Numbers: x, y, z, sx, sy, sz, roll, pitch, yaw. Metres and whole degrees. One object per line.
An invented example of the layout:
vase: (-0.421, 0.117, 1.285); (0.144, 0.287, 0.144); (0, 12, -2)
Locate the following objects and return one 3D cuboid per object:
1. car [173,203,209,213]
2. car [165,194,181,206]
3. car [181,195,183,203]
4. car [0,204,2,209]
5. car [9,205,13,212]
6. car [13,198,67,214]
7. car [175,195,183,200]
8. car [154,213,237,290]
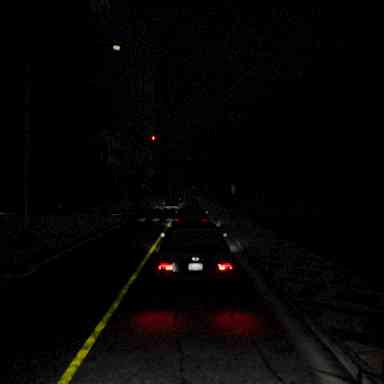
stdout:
car: (-0.029, 1.530, 18.422); (1.994, 1.385, 4.181); (0, 0, 1)
car: (-3.264, 1.519, 53.180); (2.033, 1.411, 5.357); (0, 0, 0)
car: (-3.231, 1.355, 68.673); (2.097, 1.767, 4.553); (0, 0, 0)
car: (-24.625, 1.655, 39.063); (4.206, 1.307, 1.802); (0, -1, 0)
car: (-19.138, 1.636, 39.089); (4.313, 1.339, 1.947); (0, -1, 0)
car: (-13.645, 1.302, 30.596); (4.097, 1.590, 1.967); (0, -1, -1)
car: (-3.281, 1.378, 84.661); (1.812, 1.442, 4.674); (0, 0, 0)
car: (0.057, 1.529, 9.117); (2.033, 1.411, 5.357); (0, 0, 0)
